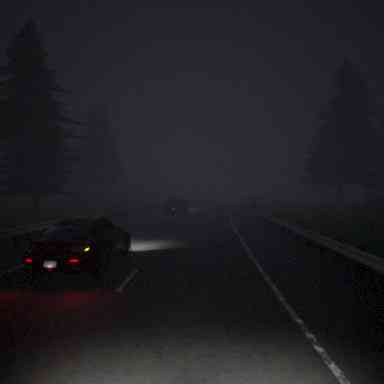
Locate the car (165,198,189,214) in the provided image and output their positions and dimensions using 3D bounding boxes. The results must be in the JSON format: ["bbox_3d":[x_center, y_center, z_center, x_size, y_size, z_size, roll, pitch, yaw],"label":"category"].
[{"bbox_3d":[-1.394,1.283,32.167,2.128,1.511,4.902,0,0,7],"label":"car"}]

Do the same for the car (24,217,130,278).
[{"bbox_3d":[-3.143,1.459,9.860,1.812,1.442,4.674,0,0,2],"label":"car"}]

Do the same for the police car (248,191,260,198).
[{"bbox_3d":[16.651,0.853,91.120,1.930,1.638,5.238,0,0,19],"label":"police car"}]
